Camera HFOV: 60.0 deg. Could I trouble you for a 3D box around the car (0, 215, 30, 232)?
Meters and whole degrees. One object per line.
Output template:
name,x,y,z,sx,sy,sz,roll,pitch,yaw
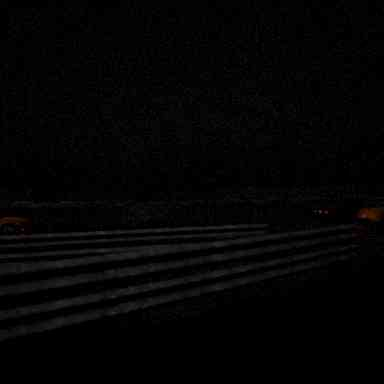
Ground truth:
car,-12.032,1.774,18.965,5.008,1.535,1.882,-1,0,-17

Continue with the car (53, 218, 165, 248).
car,-3.503,1.787,14.270,4.718,1.301,1.895,-1,0,-17

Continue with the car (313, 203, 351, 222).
car,12.309,1.543,26.474,5.357,1.411,2.033,-1,0,-17

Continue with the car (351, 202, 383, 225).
car,14.067,1.451,23.352,5.008,1.535,1.882,-1,0,-17
